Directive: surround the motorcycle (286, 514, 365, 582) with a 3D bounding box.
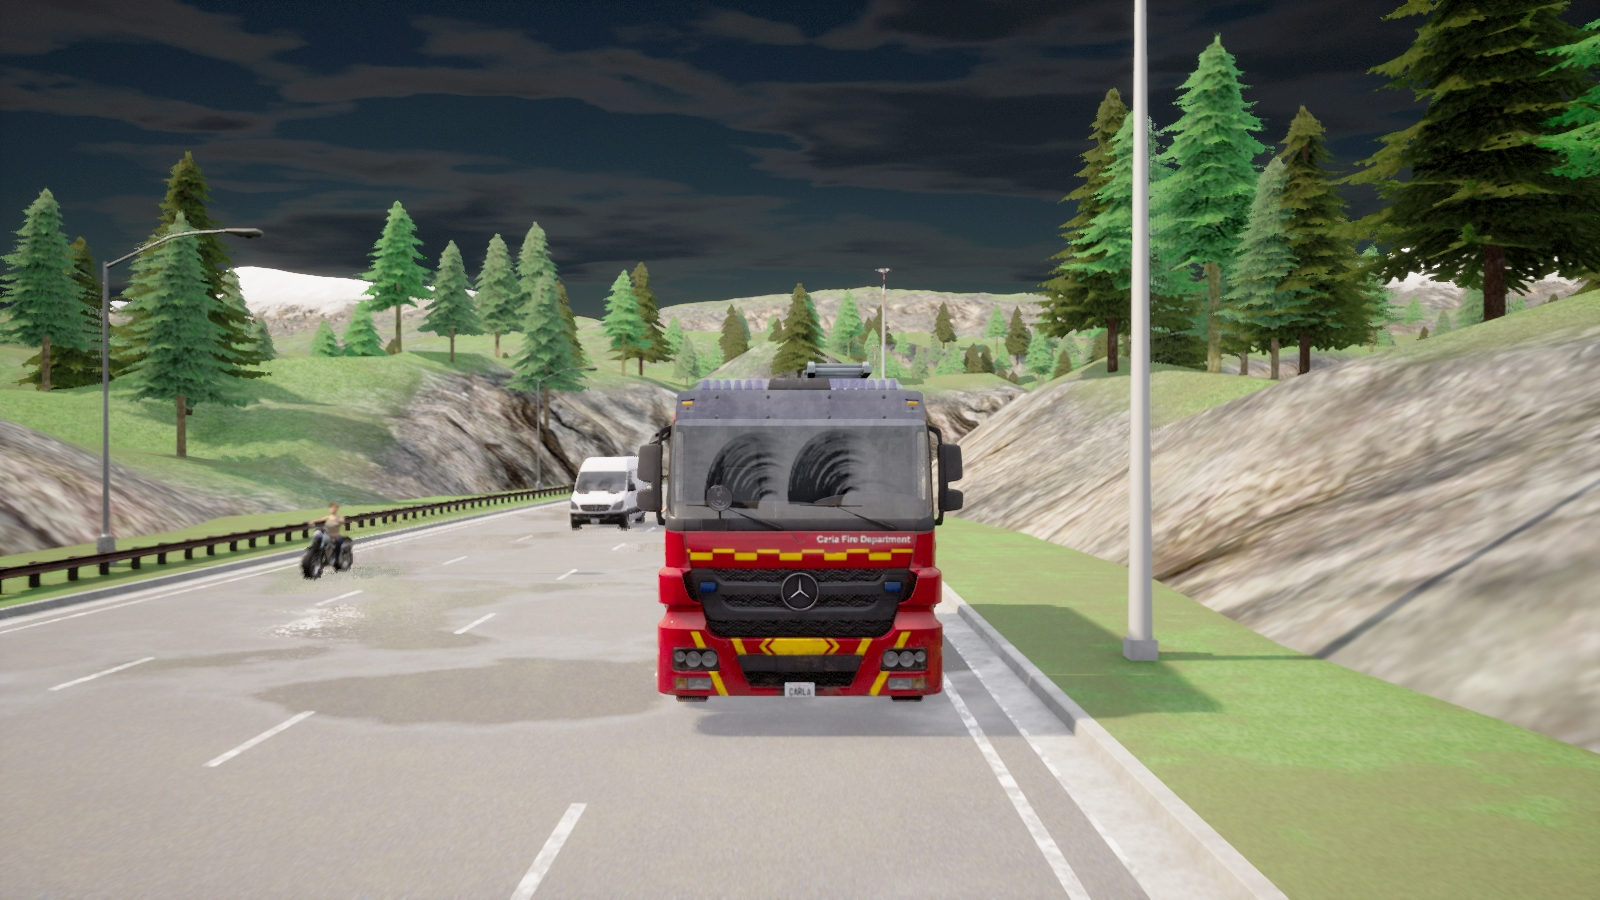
[{"bbox_3d":[-10.520,2.155,25.429,0.764,1.307,2.356,0,0,0],"label":"motorcycle"}]

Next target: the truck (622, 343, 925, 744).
[{"bbox_3d":[-0.251,0.891,15.141,2.891,3.827,8.468,0,0,0],"label":"truck"}]

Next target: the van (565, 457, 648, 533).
[{"bbox_3d":[-6.949,1.534,41.671,1.988,2.561,5.915,0,0,0],"label":"van"}]
